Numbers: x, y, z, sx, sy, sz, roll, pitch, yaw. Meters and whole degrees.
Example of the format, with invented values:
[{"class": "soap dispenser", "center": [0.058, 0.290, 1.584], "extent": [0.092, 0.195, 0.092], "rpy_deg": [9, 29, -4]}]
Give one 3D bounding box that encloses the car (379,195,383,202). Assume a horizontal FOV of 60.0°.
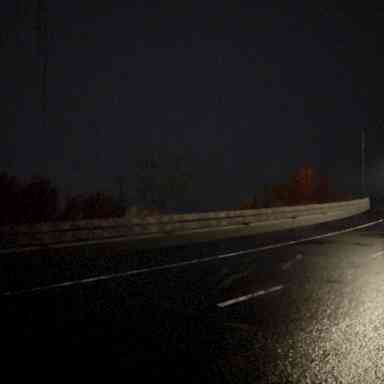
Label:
[{"class": "car", "center": [35.363, 1.119, 60.279], "extent": [1.812, 1.442, 4.674], "rpy_deg": [0, 0, 17]}]
